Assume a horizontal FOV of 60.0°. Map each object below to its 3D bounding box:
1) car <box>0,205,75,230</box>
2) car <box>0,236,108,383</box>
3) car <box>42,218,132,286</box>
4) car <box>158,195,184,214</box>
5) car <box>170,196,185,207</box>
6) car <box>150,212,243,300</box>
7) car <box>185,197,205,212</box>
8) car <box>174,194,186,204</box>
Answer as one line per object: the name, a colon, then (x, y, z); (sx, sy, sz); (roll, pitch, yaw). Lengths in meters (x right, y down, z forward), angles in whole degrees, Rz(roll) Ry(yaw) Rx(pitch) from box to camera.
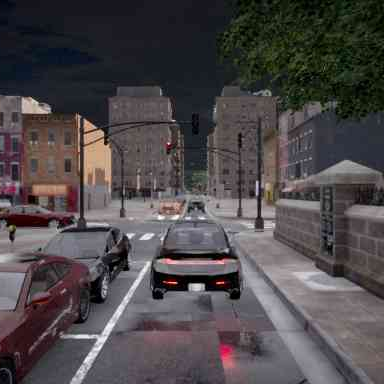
car: (-10.013, 1.570, 21.115); (5.008, 1.535, 1.882); (-1, 0, 0)
car: (-2.632, 1.582, 4.538); (1.802, 1.307, 4.206); (0, 0, 0)
car: (-2.629, 1.566, 8.200); (1.947, 1.339, 4.313); (0, 0, 0)
car: (-2.287, 1.346, 34.776); (2.097, 1.767, 4.553); (0, 0, 1)
car: (-2.247, 1.482, 53.570); (2.128, 1.511, 4.902); (0, 0, 0)
car: (0.093, 1.492, 8.379); (2.128, 1.511, 4.902); (0, 0, 0)
car: (0.437, 1.498, 37.876); (1.837, 1.490, 4.892); (0, 0, 0)
car: (-2.212, 1.340, 63.825); (2.097, 1.767, 4.553); (0, 0, 0)
